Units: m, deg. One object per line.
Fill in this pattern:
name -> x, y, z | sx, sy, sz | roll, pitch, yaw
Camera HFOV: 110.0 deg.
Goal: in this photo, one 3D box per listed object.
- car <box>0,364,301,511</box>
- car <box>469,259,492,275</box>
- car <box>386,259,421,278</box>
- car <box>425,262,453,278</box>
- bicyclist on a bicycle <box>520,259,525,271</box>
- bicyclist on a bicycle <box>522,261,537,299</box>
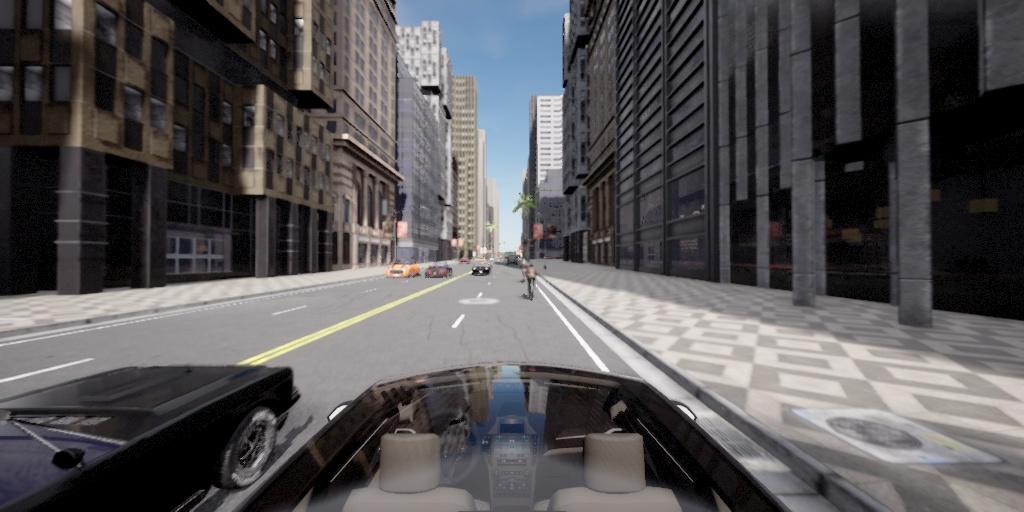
car -> -3.151, 1.351, 1.622 | 1.895, 1.301, 4.718 | 0, 0, 0
car -> -3.146, 1.283, 38.350 | 1.895, 1.301, 4.718 | 0, 0, 0
car -> -9.839, 1.051, 32.700 | 2.097, 1.767, 4.553 | 0, 0, 0
car -> -6.590, 1.263, 32.713 | 1.994, 1.385, 4.181 | 0, 0, 0
bicyclist on a bicycle -> 0.896, 1.085, 26.709 | 0.659, 1.776, 1.843 | 0, 0, 0
bicyclist on a bicycle -> 0.896, 1.184, 16.506 | 0.582, 1.620, 1.656 | 0, 0, 0
